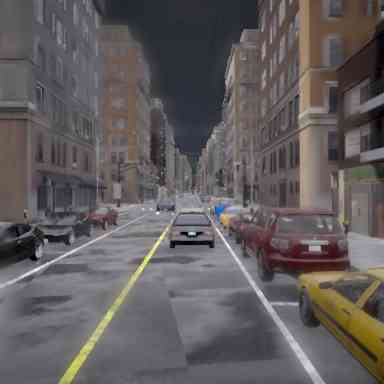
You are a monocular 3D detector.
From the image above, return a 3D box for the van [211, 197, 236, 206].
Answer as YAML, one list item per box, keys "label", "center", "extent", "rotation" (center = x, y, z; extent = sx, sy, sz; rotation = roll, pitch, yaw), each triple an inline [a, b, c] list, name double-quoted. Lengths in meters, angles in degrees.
- label: "van"
  center: [2.677, 1.342, 26.655]
  extent: [1.690, 1.788, 3.998]
  rotation: [1, 0, 0]

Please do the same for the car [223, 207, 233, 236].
- label: "car"
  center: [2.675, 1.583, 15.308]
  extent: [1.802, 1.307, 4.206]
  rotation: [1, 0, 0]

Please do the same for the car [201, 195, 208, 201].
- label: "car"
  center: [3.201, 1.539, 86.583]
  extent: [1.887, 1.381, 4.507]
  rotation: [1, 0, 1]

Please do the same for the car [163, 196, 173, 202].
- label: "car"
  center: [-5.466, 1.564, 75.625]
  extent: [1.947, 1.339, 4.313]
  rotation: [1, 0, 1]

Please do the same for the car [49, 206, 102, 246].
- label: "car"
  center: [-5.851, 1.567, 15.312]
  extent: [1.947, 1.339, 4.313]
  rotation: [1, 0, 0]

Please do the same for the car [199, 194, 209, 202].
- label: "car"
  center: [2.989, 1.564, 69.992]
  extent: [1.947, 1.339, 4.313]
  rotation: [1, 0, 1]

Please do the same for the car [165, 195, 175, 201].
- label: "car"
  center: [-5.395, 1.548, 81.154]
  extent: [2.008, 1.369, 4.403]
  rotation: [1, 0, 1]

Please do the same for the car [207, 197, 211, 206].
- label: "car"
  center: [2.675, 1.527, 32.498]
  extent: [1.752, 1.417, 4.829]
  rotation: [1, 0, 0]

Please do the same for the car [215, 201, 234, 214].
- label: "car"
  center: [2.676, 1.526, 21.151]
  extent: [1.752, 1.417, 4.829]
  rotation: [1, 0, 0]

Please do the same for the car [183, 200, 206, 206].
- label: "car"
  center: [0.000, 1.619, 29.681]
  extent: [1.895, 1.301, 4.718]
  rotation: [0, 0, 0]

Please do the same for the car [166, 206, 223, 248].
- label: "car"
  center: [0.000, 1.565, 14.650]
  extent: [2.033, 1.411, 5.357]
  rotation: [0, 0, 0]

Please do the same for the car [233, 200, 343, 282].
- label: "car"
  center: [2.677, 1.315, 9.635]
  extent: [2.192, 1.841, 5.009]
  rotation: [1, 0, 0]

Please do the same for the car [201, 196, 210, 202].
- label: "car"
  center: [3.060, 1.542, 75.522]
  extent: [1.887, 1.381, 4.507]
  rotation: [1, 0, 1]

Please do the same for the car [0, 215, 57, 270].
- label: "car"
  center: [-5.851, 1.566, 9.639]
  extent: [1.947, 1.339, 4.313]
  rotation: [1, 0, 0]

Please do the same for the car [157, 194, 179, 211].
- label: "car"
  center: [-3.000, 1.407, 39.681]
  extent: [2.097, 1.767, 4.553]
  rotation: [0, 0, 0]

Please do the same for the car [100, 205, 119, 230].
- label: "car"
  center: [-5.851, 1.546, 20.984]
  extent: [1.887, 1.381, 4.507]
  rotation: [1, 0, 0]

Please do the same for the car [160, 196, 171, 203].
- label: "car"
  center: [-5.536, 1.581, 70.096]
  extent: [1.802, 1.307, 4.206]
  rotation: [1, 0, 1]

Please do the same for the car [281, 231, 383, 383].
- label: "car"
  center: [2.675, 1.524, 4.131]
  extent: [1.752, 1.417, 4.829]
  rotation: [1, 0, 0]
